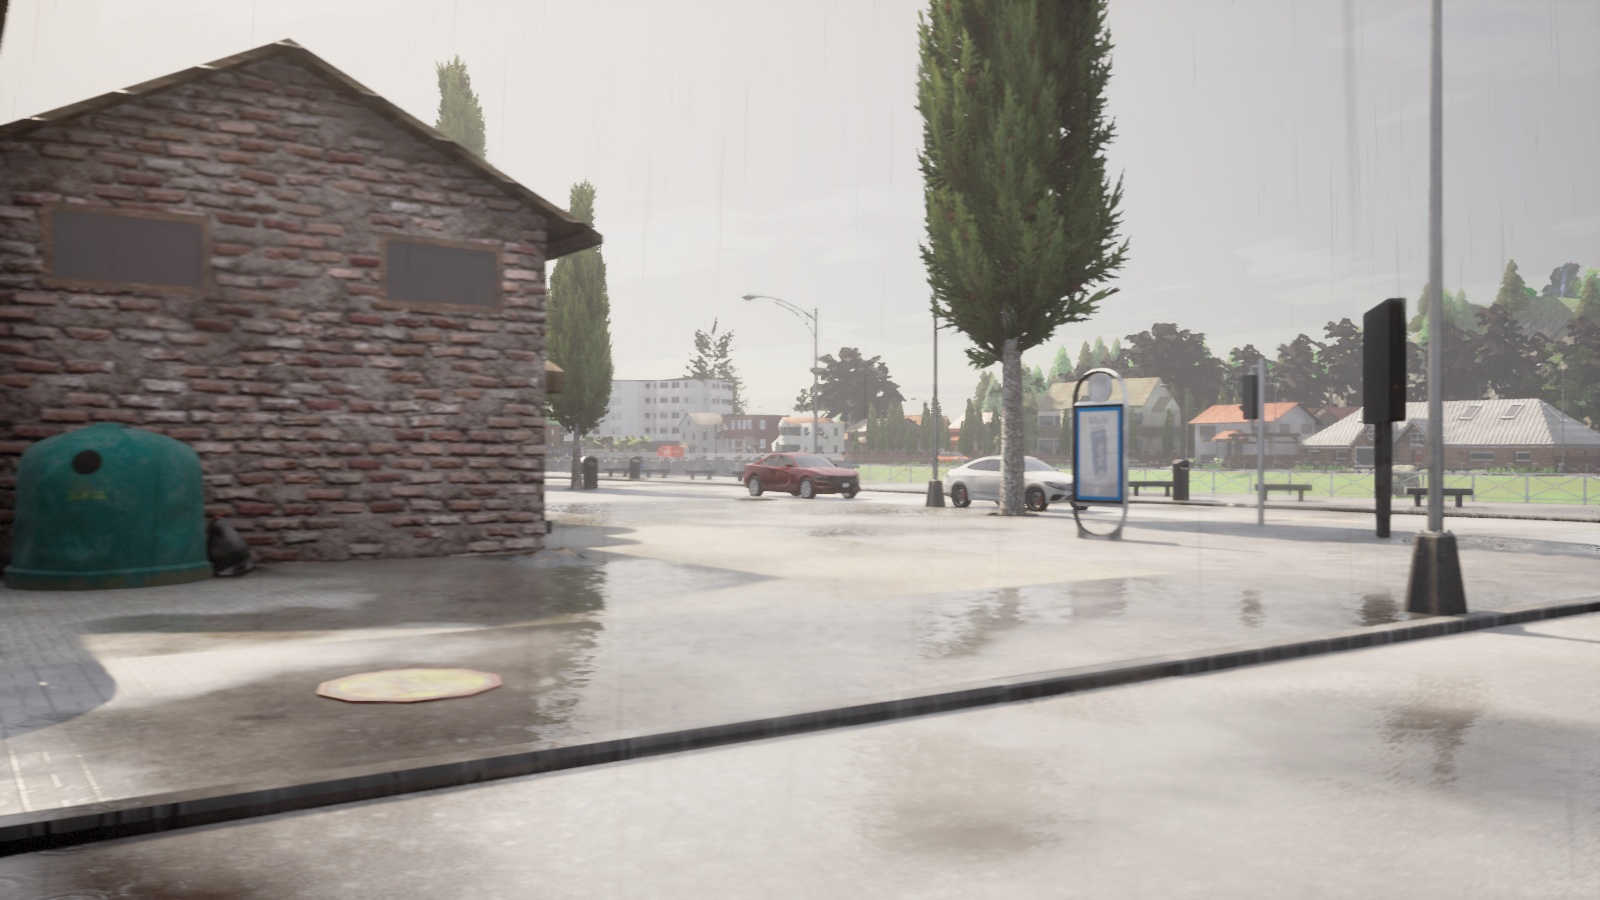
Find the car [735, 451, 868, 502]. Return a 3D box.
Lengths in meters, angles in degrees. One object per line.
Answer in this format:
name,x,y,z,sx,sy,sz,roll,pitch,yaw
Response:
car,-0.037,0.825,41.755,1.882,1.535,5.008,0,0,-35

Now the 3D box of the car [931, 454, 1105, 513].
car,5.720,0.841,33.492,1.812,1.442,4.674,0,0,-35
